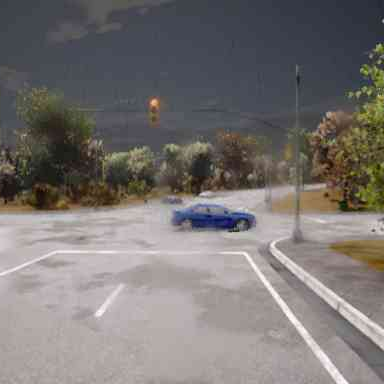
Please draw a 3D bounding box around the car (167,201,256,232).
[{"bbox_3d":[1.235,1.455,19.464,5.008,1.535,1.882,0,0,3],"label":"car"}]

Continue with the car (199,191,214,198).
[{"bbox_3d":[2.940,0.485,68.065,1.812,1.442,4.674,0,4,25],"label":"car"}]

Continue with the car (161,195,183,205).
[{"bbox_3d":[-3.148,1.234,53.597,2.033,1.411,5.357,0,2,19],"label":"car"}]
